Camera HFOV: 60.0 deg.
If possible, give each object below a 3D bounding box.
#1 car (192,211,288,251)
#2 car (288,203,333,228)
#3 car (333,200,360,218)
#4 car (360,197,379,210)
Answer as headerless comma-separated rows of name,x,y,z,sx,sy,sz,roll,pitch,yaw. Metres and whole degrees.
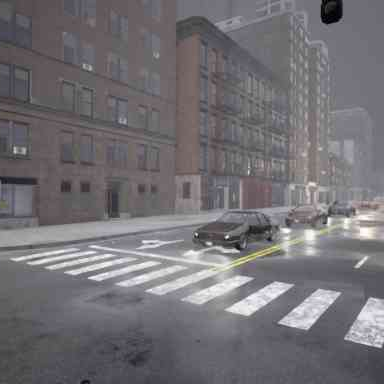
car,2.203,1.560,14.687,2.033,1.411,5.357,0,0,36
car,7.902,1.548,22.649,1.812,1.442,4.674,0,0,36
car,14.064,1.542,31.221,1.837,1.490,4.892,0,0,36
car,23.145,1.480,43.731,2.097,1.767,4.553,0,0,36
